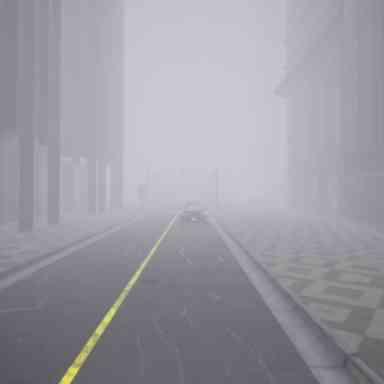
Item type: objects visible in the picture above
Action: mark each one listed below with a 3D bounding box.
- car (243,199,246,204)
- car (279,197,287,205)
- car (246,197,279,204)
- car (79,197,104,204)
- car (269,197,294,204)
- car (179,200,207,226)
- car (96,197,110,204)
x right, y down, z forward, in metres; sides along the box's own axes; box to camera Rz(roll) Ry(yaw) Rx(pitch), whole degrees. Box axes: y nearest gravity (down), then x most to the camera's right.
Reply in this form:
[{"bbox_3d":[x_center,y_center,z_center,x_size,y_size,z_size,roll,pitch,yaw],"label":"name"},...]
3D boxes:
[{"bbox_3d":[12.338,1.651,67.061,4.097,1.590,1.967,0,-1,0],"label":"car"},{"bbox_3d":[18.006,1.656,58.553,4.313,1.339,1.947,0,-1,0],"label":"car"},{"bbox_3d":[12.336,1.621,58.535,4.403,1.369,2.008,0,-1,0],"label":"car"},{"bbox_3d":[-20.154,1.676,66.953,4.403,1.369,2.008,0,-1,0],"label":"car"},{"bbox_3d":[18.008,1.781,67.077,4.403,1.369,2.008,0,-1,0],"label":"car"},{"bbox_3d":[0.101,1.558,23.347,1.812,1.442,4.674,0,0,0],"label":"car"},{"bbox_3d":[-14.585,1.521,58.448,4.829,1.417,1.752,0,-1,0],"label":"car"}]
